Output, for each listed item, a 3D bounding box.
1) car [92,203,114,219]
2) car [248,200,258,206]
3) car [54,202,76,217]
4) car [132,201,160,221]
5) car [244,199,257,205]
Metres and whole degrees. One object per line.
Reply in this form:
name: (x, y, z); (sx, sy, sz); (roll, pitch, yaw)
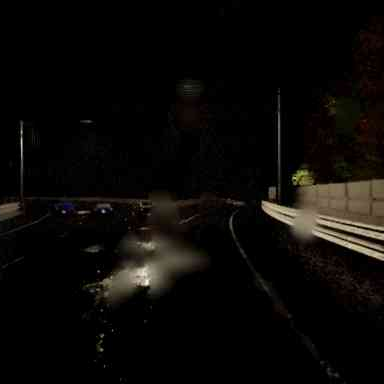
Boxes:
car: (-8.287, 1.679, 30.942); (1.994, 1.385, 4.181); (0, 0, -16)
car: (15.935, 2.893, 86.624); (1.895, 1.301, 4.718); (0, -4, 17)
car: (-12.594, 1.671, 33.024); (1.812, 1.442, 4.674); (0, 0, -18)
car: (-3.987, 1.588, 28.641); (1.837, 1.490, 4.892); (0, 0, -15)
car: (13.154, 2.322, 76.990); (1.994, 1.385, 4.181); (0, -3, 16)
